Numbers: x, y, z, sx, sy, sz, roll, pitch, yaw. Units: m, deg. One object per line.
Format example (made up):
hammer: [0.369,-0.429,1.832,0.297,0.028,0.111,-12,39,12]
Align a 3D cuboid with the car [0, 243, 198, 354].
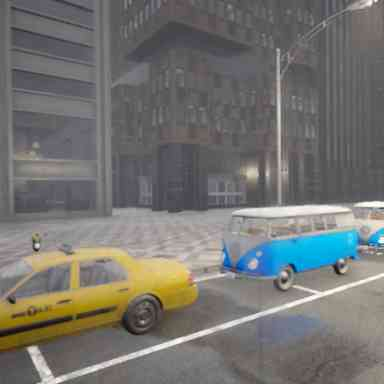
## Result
car: [-2.179,1.515,5.099,4.829,1.417,1.752,-1,0,-36]

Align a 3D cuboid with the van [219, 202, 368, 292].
van: [2.547,1.272,8.475,3.998,1.788,1.690,-1,0,-36]

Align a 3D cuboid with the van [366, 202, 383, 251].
van: [7.138,1.214,11.752,3.998,1.788,1.690,-1,0,-36]
